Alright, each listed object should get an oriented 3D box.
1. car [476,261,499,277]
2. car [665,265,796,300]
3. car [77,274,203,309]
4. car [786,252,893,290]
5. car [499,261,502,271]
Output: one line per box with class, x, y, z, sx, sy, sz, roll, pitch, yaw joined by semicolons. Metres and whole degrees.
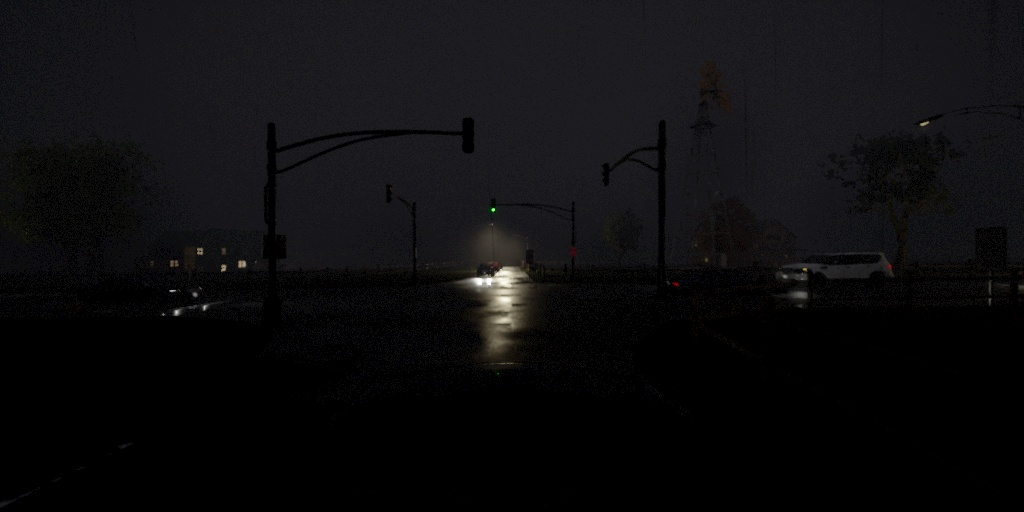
car;-2.863;1.536;39.992;2.128;1.511;4.902;0;0;0
car;9.994;1.294;17.158;5.357;1.411;2.033;-1;1;0
car;-17.629;1.616;17.155;4.902;1.511;2.128;-1;1;0
car;18.567;0.815;20.756;5.566;2.045;2.150;-1;1;0
car;-2.894;1.637;54.471;1.882;1.535;5.008;0;-1;0
